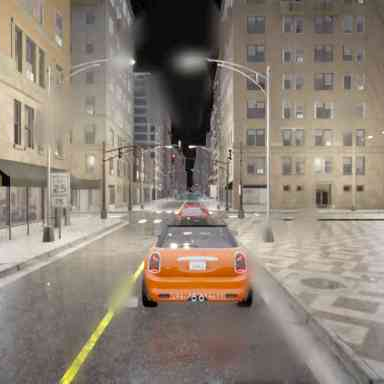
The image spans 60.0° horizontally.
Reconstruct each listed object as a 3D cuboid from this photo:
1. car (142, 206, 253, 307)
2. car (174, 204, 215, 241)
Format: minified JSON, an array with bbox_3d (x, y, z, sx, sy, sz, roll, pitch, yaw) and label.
[{"bbox_3d":[0.095,1.352,8.133,2.097,1.767,4.553,0,0,0],"label":"car"},{"bbox_3d":[0.098,1.477,17.734,1.882,1.535,5.008,0,0,0],"label":"car"}]
